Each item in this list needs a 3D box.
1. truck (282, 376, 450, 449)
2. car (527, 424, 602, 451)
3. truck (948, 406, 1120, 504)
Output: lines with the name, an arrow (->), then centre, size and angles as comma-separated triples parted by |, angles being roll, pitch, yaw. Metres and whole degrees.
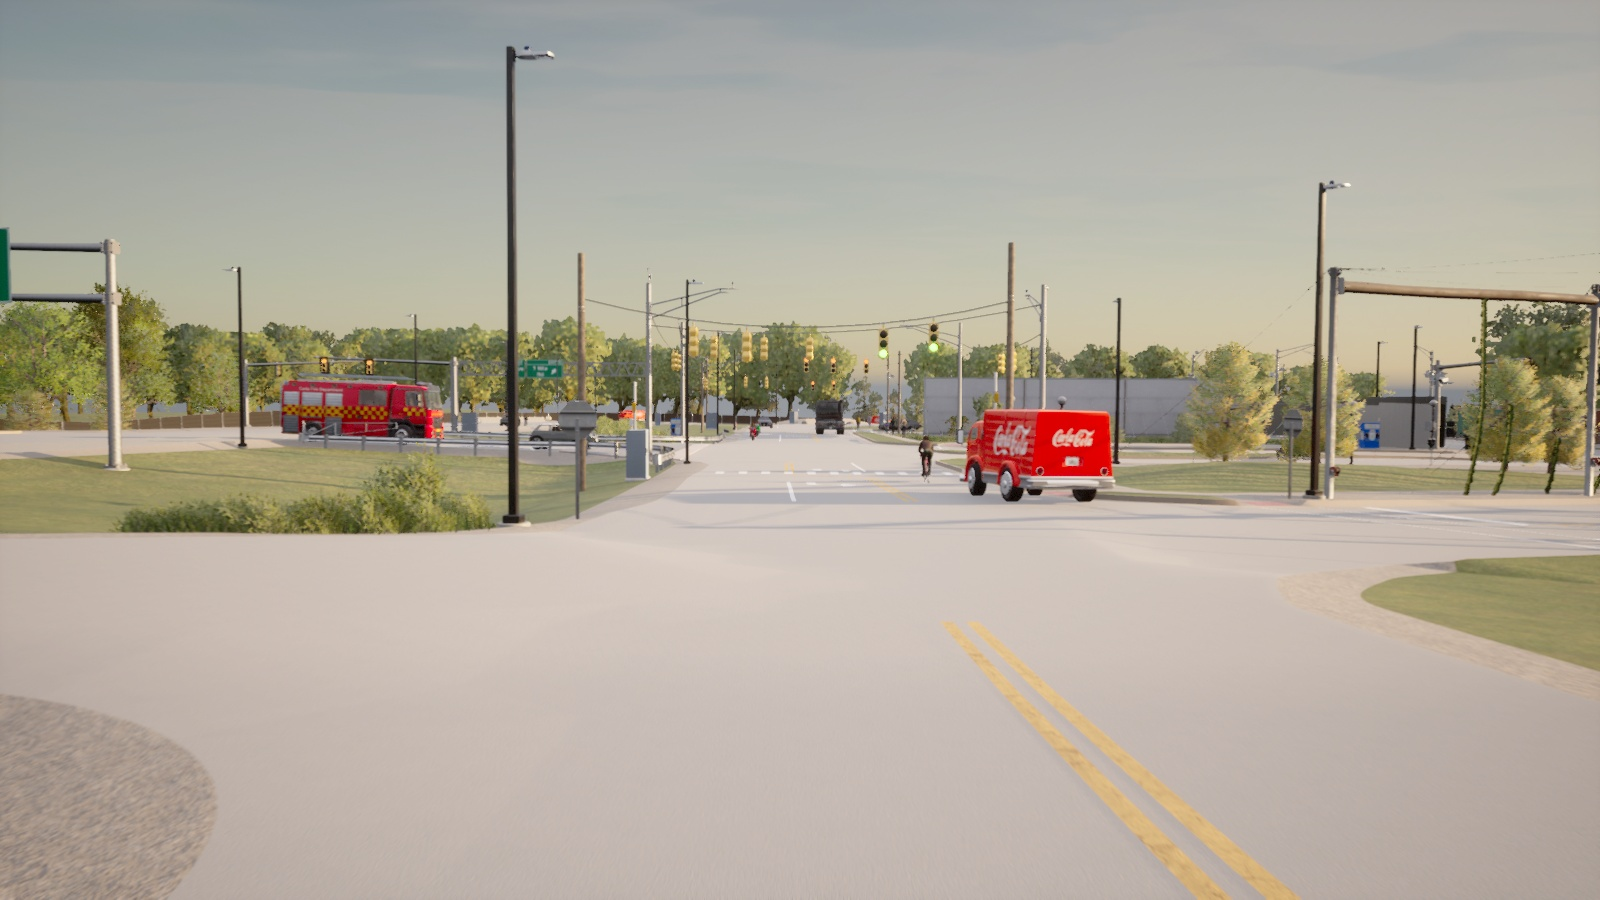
truck -> -24.534, -2.121, 71.223 | 8.468, 3.827, 2.891 | 2, 2, -1
car -> -13.357, -0.717, 71.315 | 3.806, 1.475, 1.970 | 0, 2, 4
truck -> 6.305, 0.063, 34.684 | 2.627, 2.467, 5.204 | 0, 1, -15
